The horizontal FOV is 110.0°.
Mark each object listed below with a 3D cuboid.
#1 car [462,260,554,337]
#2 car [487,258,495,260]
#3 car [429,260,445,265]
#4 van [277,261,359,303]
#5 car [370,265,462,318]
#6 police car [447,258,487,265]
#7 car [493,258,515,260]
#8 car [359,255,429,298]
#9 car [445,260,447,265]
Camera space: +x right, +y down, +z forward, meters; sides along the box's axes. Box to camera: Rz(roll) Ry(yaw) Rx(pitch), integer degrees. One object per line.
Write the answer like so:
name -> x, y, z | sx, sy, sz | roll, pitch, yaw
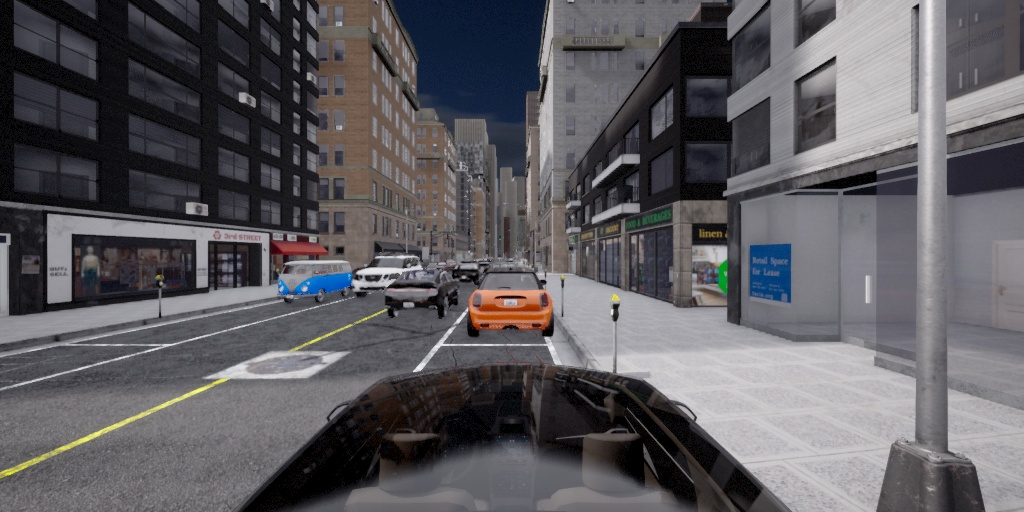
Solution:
car -> -0.033, 1.103, 10.470 | 2.097, 1.767, 4.553 | 0, 0, 0
car -> -3.047, 1.262, 40.787 | 1.837, 1.490, 4.892 | 0, 0, 0
car -> -8.813, 1.322, 38.333 | 1.948, 1.339, 4.313 | 0, 0, 0
van -> -8.813, 1.091, 16.328 | 1.690, 1.789, 3.998 | 0, 0, 0
car -> -3.043, 1.239, 12.986 | 2.128, 1.511, 4.902 | 0, 0, 0
police car -> -3.145, 1.178, 26.043 | 1.930, 1.638, 5.238 | 0, 0, 0
car -> -0.288, 1.193, 27.330 | 1.967, 1.591, 4.097 | 0, 0, 0
car -> -6.256, 0.973, 18.829 | 2.150, 2.045, 5.566 | 0, 0, 0
car -> -8.814, 1.341, 43.834 | 1.802, 1.307, 4.207 | 0, 0, 0
